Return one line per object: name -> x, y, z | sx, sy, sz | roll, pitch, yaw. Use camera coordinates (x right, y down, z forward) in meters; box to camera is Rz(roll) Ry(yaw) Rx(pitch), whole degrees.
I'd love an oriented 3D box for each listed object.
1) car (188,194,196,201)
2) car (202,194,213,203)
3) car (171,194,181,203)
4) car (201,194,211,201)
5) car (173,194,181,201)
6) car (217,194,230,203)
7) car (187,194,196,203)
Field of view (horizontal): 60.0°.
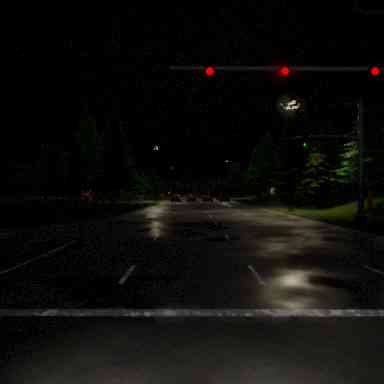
car -> -0.077, 1.325, 80.835 | 1.812, 1.442, 4.674 | 0, 0, 0
car -> 3.433, 1.517, 70.835 | 1.994, 1.385, 4.181 | 0, 0, 0
car -> -3.567, 1.489, 70.829 | 1.812, 1.442, 4.674 | 0, 0, 0
car -> 3.423, 1.326, 80.838 | 2.128, 1.511, 4.902 | 0, 0, 0
car -> -3.577, 1.325, 80.832 | 1.812, 1.442, 4.674 | 0, 0, 0
car -> 6.933, 1.517, 70.839 | 1.994, 1.385, 4.181 | 0, 0, 0
car -> -0.067, 1.504, 70.415 | 2.033, 1.411, 5.357 | 0, 0, 0
